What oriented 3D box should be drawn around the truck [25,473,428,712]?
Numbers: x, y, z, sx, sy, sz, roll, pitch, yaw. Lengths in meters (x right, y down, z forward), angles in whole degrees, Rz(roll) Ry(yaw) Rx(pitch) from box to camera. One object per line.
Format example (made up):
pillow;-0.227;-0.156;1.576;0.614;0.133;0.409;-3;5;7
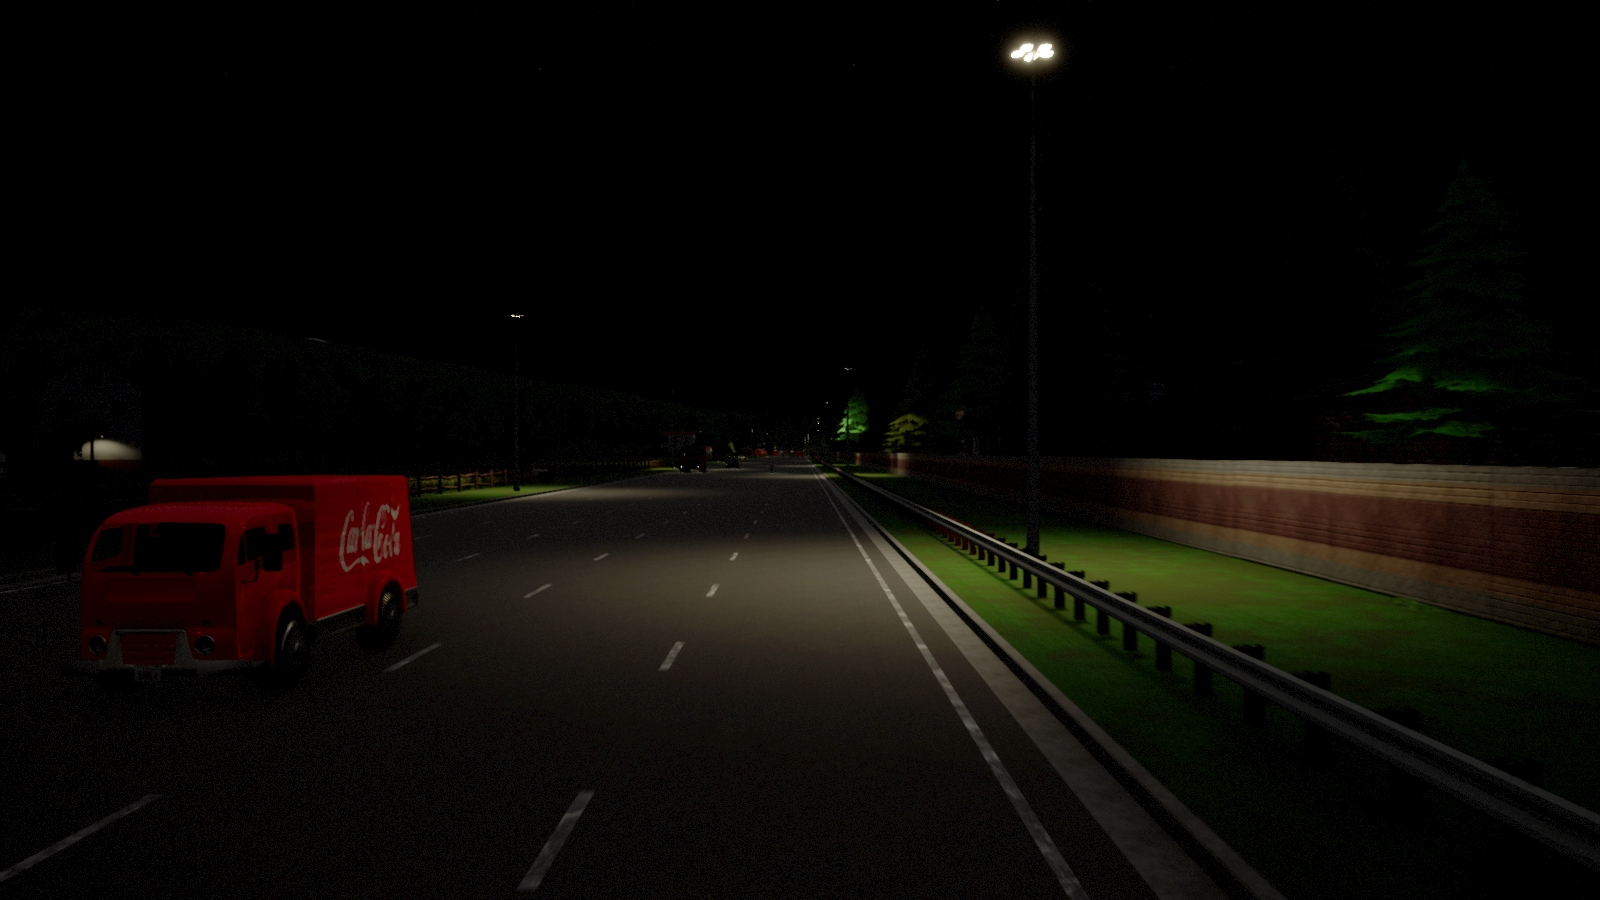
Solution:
truck;-7.000;1.580;14.858;2.627;2.467;5.204;0;0;0
